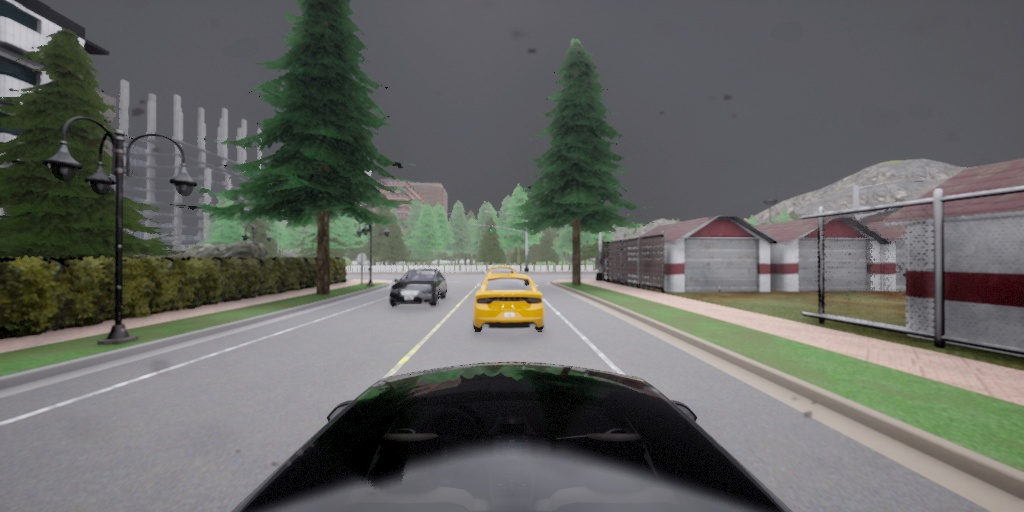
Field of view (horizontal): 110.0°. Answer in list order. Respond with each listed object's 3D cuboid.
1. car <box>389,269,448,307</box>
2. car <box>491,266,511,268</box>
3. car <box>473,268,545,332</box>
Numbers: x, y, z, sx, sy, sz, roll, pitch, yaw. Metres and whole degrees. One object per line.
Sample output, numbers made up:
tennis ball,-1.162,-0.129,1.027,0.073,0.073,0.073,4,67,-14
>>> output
car,-4.008,1.337,15.995,2.128,1.511,4.902,0,0,-3
car,-0.683,1.363,21.911,1.882,1.535,5.008,0,0,-4
car,-0.131,1.291,11.208,1.882,1.535,5.008,0,0,-2
